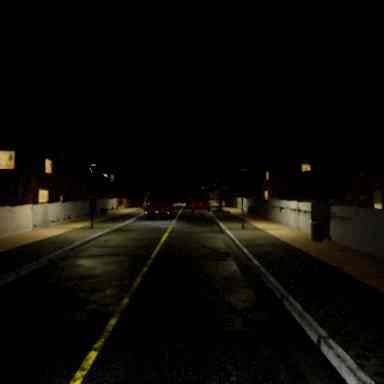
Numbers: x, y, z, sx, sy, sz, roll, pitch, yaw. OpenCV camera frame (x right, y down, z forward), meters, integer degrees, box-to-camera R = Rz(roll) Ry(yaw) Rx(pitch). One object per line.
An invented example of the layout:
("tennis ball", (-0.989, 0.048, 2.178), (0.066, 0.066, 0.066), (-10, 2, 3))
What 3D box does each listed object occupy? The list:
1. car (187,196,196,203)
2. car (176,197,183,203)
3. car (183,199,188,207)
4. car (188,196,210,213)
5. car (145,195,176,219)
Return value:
("car", (-0.017, 1.575, 68.940), (1.812, 1.442, 4.674), (0, 0, 0))
("car", (-2.768, 1.745, 71.063), (1.895, 1.301, 4.718), (0, 0, 0))
("car", (-0.014, 1.716, 55.302), (1.895, 1.301, 4.718), (0, 0, 0))
("car", (0.912, 1.370, 37.537), (2.097, 1.767, 4.553), (-3, -1, 0))
("car", (-2.855, 1.274, 29.887), (2.150, 2.045, 5.566), (0, 0, 0))
